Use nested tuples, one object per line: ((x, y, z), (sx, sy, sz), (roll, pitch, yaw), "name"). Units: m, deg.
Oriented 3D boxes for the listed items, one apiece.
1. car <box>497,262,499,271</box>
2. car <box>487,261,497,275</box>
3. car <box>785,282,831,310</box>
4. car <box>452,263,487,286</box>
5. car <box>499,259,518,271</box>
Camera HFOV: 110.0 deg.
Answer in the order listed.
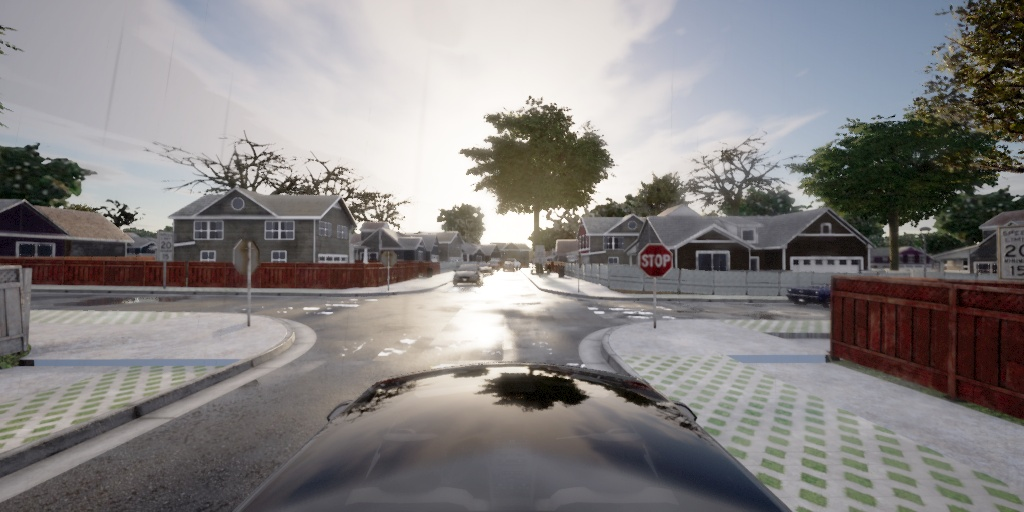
((-3.221, 1.560, 59.528), (2.097, 1.767, 4.553), (0, -1, 2), "car")
((-3.251, 1.593, 44.072), (2.033, 1.411, 5.357), (0, -1, 0), "car")
((15.175, 1.701, 16.109), (4.718, 1.301, 1.895), (1, -1, -1), "car")
((-3.125, 1.368, 26.273), (1.837, 1.490, 4.892), (0, 0, 1), "car")
((-0.536, 1.685, 58.168), (2.128, 1.511, 4.902), (0, -1, 0), "car")
